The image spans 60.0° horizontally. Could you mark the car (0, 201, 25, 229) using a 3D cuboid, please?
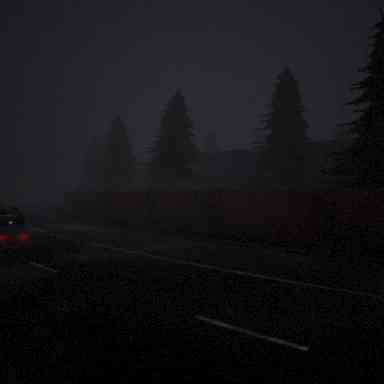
[{"bbox_3d":[-12.306,1.618,21.739,2.128,1.511,4.902,0,0,-38],"label":"car"}]
